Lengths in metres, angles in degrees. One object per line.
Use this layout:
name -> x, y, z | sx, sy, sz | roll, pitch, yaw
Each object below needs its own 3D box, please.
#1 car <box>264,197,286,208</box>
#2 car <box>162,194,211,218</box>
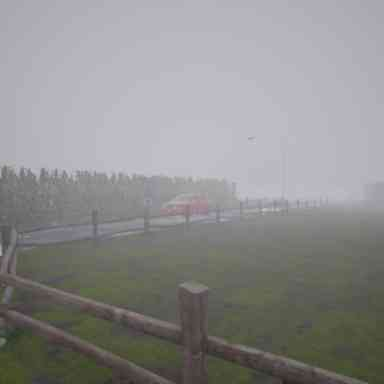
car -> 12.054, 1.470, 47.999 | 1.882, 1.535, 5.008 | 0, 0, 35
car -> -0.352, 1.201, 30.134 | 2.150, 2.045, 5.566 | 0, 0, 35
